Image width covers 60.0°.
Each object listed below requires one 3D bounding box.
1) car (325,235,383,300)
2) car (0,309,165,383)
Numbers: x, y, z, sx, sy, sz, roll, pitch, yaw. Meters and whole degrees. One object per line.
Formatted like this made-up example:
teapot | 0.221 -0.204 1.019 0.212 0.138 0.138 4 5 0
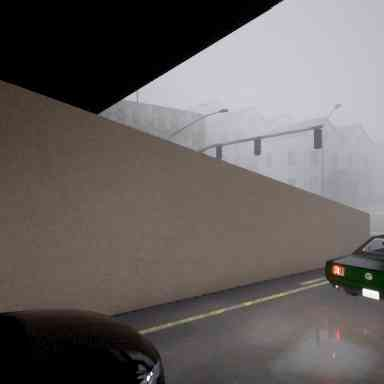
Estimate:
car | 5.130 1.601 7.432 4.718 1.301 1.895 0 0 -35
car | -2.450 1.491 2.012 4.902 1.511 2.128 0 0 -35
